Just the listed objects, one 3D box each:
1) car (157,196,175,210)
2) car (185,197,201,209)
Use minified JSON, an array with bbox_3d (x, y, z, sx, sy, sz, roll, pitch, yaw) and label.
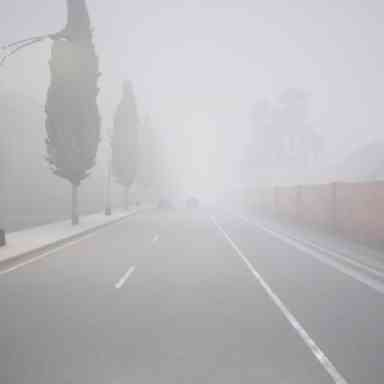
[{"bbox_3d":[-3.417,1.344,43.864,2.097,1.767,4.553,0,0,0],"label":"car"},{"bbox_3d":[0.084,1.499,44.330,1.837,1.490,4.892,0,0,0],"label":"car"}]
